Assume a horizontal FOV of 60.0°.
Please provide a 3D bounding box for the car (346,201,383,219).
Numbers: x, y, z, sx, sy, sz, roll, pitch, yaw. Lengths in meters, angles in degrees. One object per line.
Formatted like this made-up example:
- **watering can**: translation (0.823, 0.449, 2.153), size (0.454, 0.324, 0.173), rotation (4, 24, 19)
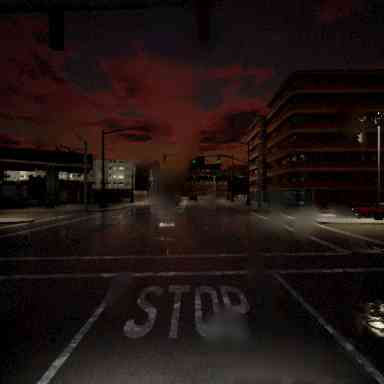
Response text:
- **car**: translation (16.305, 1.610, 28.651), size (4.718, 1.301, 1.895), rotation (0, 0, -3)

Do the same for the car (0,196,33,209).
- **car**: translation (-23.307, 1.309, 42.063), size (4.611, 1.667, 2.242), rotation (0, 0, 1)

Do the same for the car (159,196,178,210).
- **car**: translation (-3.092, 1.519, 43.500), size (1.837, 1.490, 4.892), rotation (0, 0, -1)

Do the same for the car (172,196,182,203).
- **car**: translation (-3.279, 1.575, 71.912), size (1.994, 1.385, 4.181), rotation (0, 0, 0)

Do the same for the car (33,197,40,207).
- **car**: translation (-24.023, 1.471, 47.814), size (3.806, 1.475, 1.970), rotation (0, 0, 1)

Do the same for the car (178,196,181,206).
- **car**: translation (-3.204, 1.369, 52.704), size (2.097, 1.767, 4.553), rotation (0, 0, 0)

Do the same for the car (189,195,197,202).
- **car**: translation (0.219, 1.371, 72.170), size (1.837, 1.490, 4.892), rotation (0, 0, 0)

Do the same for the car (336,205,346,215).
- **car**: translation (16.222, 1.575, 32.134), size (4.181, 1.385, 1.994), rotation (0, 0, 1)
